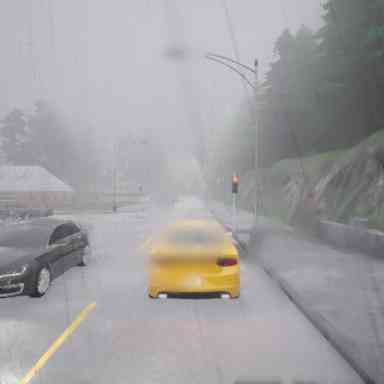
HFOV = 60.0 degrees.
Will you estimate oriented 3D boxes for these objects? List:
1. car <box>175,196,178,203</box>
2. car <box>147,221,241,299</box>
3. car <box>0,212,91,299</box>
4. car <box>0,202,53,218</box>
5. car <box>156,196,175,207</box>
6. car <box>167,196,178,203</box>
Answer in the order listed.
[{"bbox_3d":[-4.020,1.542,58.776,1.994,1.385,4.181,0,0,0],"label":"car"},{"bbox_3d":[0.061,1.474,8.490,1.882,1.535,5.008,0,0,1],"label":"car"},{"bbox_3d":[-4.074,1.501,8.598,1.837,1.490,4.892,0,0,0],"label":"car"},{"bbox_3d":[-13.816,1.553,27.624,4.181,1.385,1.994,0,0,1],"label":"car"},{"bbox_3d":[-4.047,1.333,49.457,2.097,1.767,4.553,0,0,0],"label":"car"},{"bbox_3d":[-3.938,1.538,68.785,1.994,1.385,4.181,0,0,1],"label":"car"}]
